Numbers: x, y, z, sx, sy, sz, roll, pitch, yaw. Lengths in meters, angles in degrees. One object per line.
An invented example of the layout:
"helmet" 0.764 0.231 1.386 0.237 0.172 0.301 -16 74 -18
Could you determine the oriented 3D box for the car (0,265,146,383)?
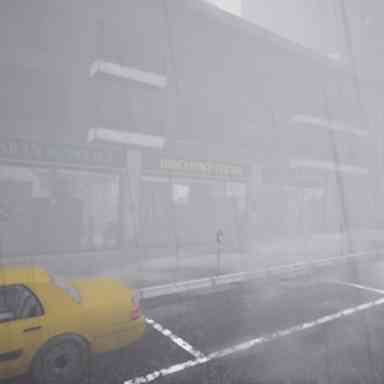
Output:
"car" -2.958 1.562 3.919 4.829 1.417 1.752 1 1 -34
